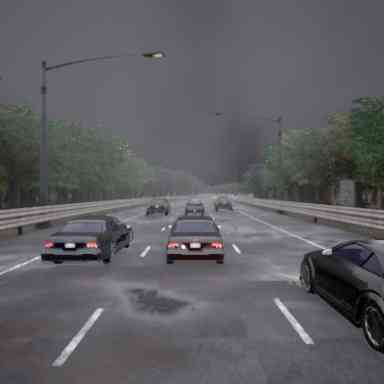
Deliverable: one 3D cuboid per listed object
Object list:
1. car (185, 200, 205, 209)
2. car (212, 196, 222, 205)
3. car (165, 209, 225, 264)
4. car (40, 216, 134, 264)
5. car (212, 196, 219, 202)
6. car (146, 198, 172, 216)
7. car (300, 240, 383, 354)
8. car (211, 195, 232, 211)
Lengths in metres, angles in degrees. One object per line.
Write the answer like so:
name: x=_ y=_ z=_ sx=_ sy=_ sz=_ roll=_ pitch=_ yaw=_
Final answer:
car: x=0.299 y=1.523 z=33.227 sx=2.128 sy=1.511 sz=4.902 roll=0 pitch=0 yaw=1
car: x=4.846 y=1.671 z=65.853 sx=1.882 sy=1.535 sz=5.008 roll=0 pitch=0 yaw=3
car: x=0.103 y=1.544 z=11.793 sx=2.033 sy=1.411 sz=5.357 roll=0 pitch=0 yaw=0
car: x=-3.394 y=1.544 z=11.790 sx=2.033 sy=1.411 sz=5.357 roll=0 pitch=0 yaw=0
car: x=6.282 y=1.906 z=88.616 sx=1.812 sy=1.442 sz=4.674 roll=0 pitch=0 yaw=4
car: x=-3.205 y=1.382 z=32.999 sx=2.097 sy=1.767 sz=4.553 roll=0 pitch=0 yaw=1
car: x=3.502 y=1.556 z=6.107 sx=1.994 sy=1.385 sz=4.181 roll=0 pitch=0 yaw=0
car: x=3.896 y=1.409 z=42.017 sx=2.097 sy=1.767 sz=4.553 roll=0 pitch=0 yaw=2
